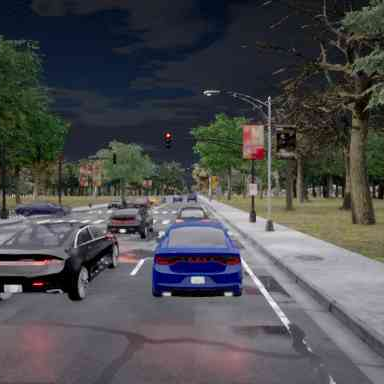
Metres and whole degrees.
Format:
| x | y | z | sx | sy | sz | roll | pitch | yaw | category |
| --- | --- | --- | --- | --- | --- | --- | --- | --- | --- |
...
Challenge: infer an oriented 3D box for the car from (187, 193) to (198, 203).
| x | y | z | sx | sy | sz | roll | pitch | yaw | category |
| --- | --- | --- | --- | --- | --- | --- | --- | --- | --- |
| 0.068 | 1.266 | 73.553 | 2.150 | 2.045 | 5.566 | 0 | 0 | 0 | car |

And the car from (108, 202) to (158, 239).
| x | y | z | sx | sy | sz | roll | pitch | yaw | category |
| --- | --- | --- | --- | --- | --- | --- | --- | --- | --- |
| -3.136 | 1.506 | 17.472 | 1.837 | 1.490 | 4.892 | 0 | 0 | 0 | car |

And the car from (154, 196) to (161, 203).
| x | y | z | sx | sy | sz | roll | pitch | yaw | category |
| --- | --- | --- | --- | --- | --- | --- | --- | --- | --- |
| -6.544 | 1.496 | 53.603 | 1.882 | 1.535 | 5.008 | 0 | 0 | 0 | car |

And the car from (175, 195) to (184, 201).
| x | y | z | sx | sy | sz | roll | pitch | yaw | category |
| --- | --- | --- | --- | --- | --- | --- | --- | --- | --- |
| -3.172 | 1.474 | 83.941 | 2.033 | 1.411 | 5.357 | 0 | 0 | 0 | car |

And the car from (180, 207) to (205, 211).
| x | y | z | sx | sy | sz | roll | pitch | yaw | category |
| --- | --- | --- | --- | --- | --- | --- | --- | --- | --- |
| 0.035 | 1.527 | 17.814 | 1.812 | 1.442 | 4.674 | 0 | 0 | 1 | car |

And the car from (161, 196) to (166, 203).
| x | y | z | sx | sy | sz | roll | pitch | yaw | category |
| --- | --- | --- | --- | --- | --- | --- | --- | --- | --- |
| -6.436 | 1.536 | 69.298 | 2.128 | 1.511 | 4.902 | 0 | 0 | 0 | car |

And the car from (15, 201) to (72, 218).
| x | y | z | sx | sy | sz | roll | pitch | yaw | category |
| --- | --- | --- | --- | --- | --- | --- | --- | --- | --- |
| -13.328 | 1.523 | 29.999 | 4.674 | 1.442 | 1.812 | 0 | 0 | -7 | car |

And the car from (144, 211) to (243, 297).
| x | y | z | sx | sy | sz | roll | pitch | yaw | category |
| --- | --- | --- | --- | --- | --- | --- | --- | --- | --- |
| 0.110 | 1.478 | 8.615 | 1.882 | 1.535 | 5.008 | 0 | 0 | 0 | car |

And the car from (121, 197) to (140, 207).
| x | y | z | sx | sy | sz | roll | pitch | yaw | category |
| --- | --- | --- | --- | --- | --- | --- | --- | --- | --- |
| -9.792 | 1.509 | 53.163 | 2.128 | 1.511 | 4.902 | 0 | 0 | 0 | car |

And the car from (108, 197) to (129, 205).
| x | y | z | sx | sy | sz | roll | pitch | yaw | category |
| --- | --- | --- | --- | --- | --- | --- | --- | --- | --- |
| -9.806 | 1.576 | 44.242 | 1.994 | 1.385 | 4.181 | 0 | 0 | 1 | car |

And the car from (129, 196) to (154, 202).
| x | y | z | sx | sy | sz | roll | pitch | yaw | category |
| --- | --- | --- | --- | --- | --- | --- | --- | --- | --- |
| -6.557 | 1.489 | 43.530 | 1.882 | 1.535 | 5.008 | 0 | 0 | 0 | car |

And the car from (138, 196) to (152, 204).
| x | y | z | sx | sy | sz | roll | pitch | yaw | category |
| --- | --- | --- | --- | --- | --- | --- | --- | --- | --- |
| -9.687 | 1.583 | 68.617 | 2.033 | 1.411 | 5.357 | 0 | 0 | 0 | car |

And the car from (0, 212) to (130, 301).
| x | y | z | sx | sy | sz | roll | pitch | yaw | category |
| --- | --- | --- | --- | --- | --- | --- | --- | --- | --- |
| -3.147 | 1.492 | 8.299 | 2.128 | 1.511 | 4.902 | 0 | 0 | 0 | car |

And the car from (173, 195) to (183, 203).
| x | y | z | sx | sy | sz | roll | pitch | yaw | category |
| --- | --- | --- | --- | --- | --- | --- | --- | --- | --- |
| -3.182 | 1.519 | 73.526 | 1.882 | 1.535 | 5.008 | 0 | 0 | 0 | car |
